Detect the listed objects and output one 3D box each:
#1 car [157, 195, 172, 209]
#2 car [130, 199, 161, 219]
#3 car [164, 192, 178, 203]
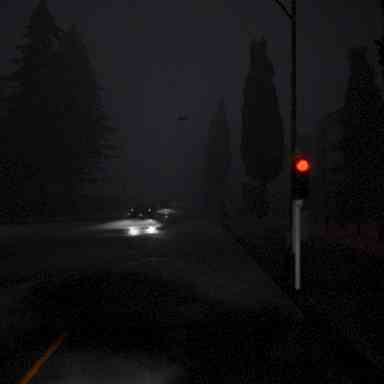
[{"bbox_3d":[-4.096,1.502,44.647,1.895,1.301,4.718,0,0,0],"label":"car"},{"bbox_3d":[-4.106,1.537,28.891,1.895,1.301,4.718,0,0,0],"label":"car"},{"bbox_3d":[-3.996,1.078,66.421,2.150,2.045,5.566,0,0,0],"label":"car"}]
